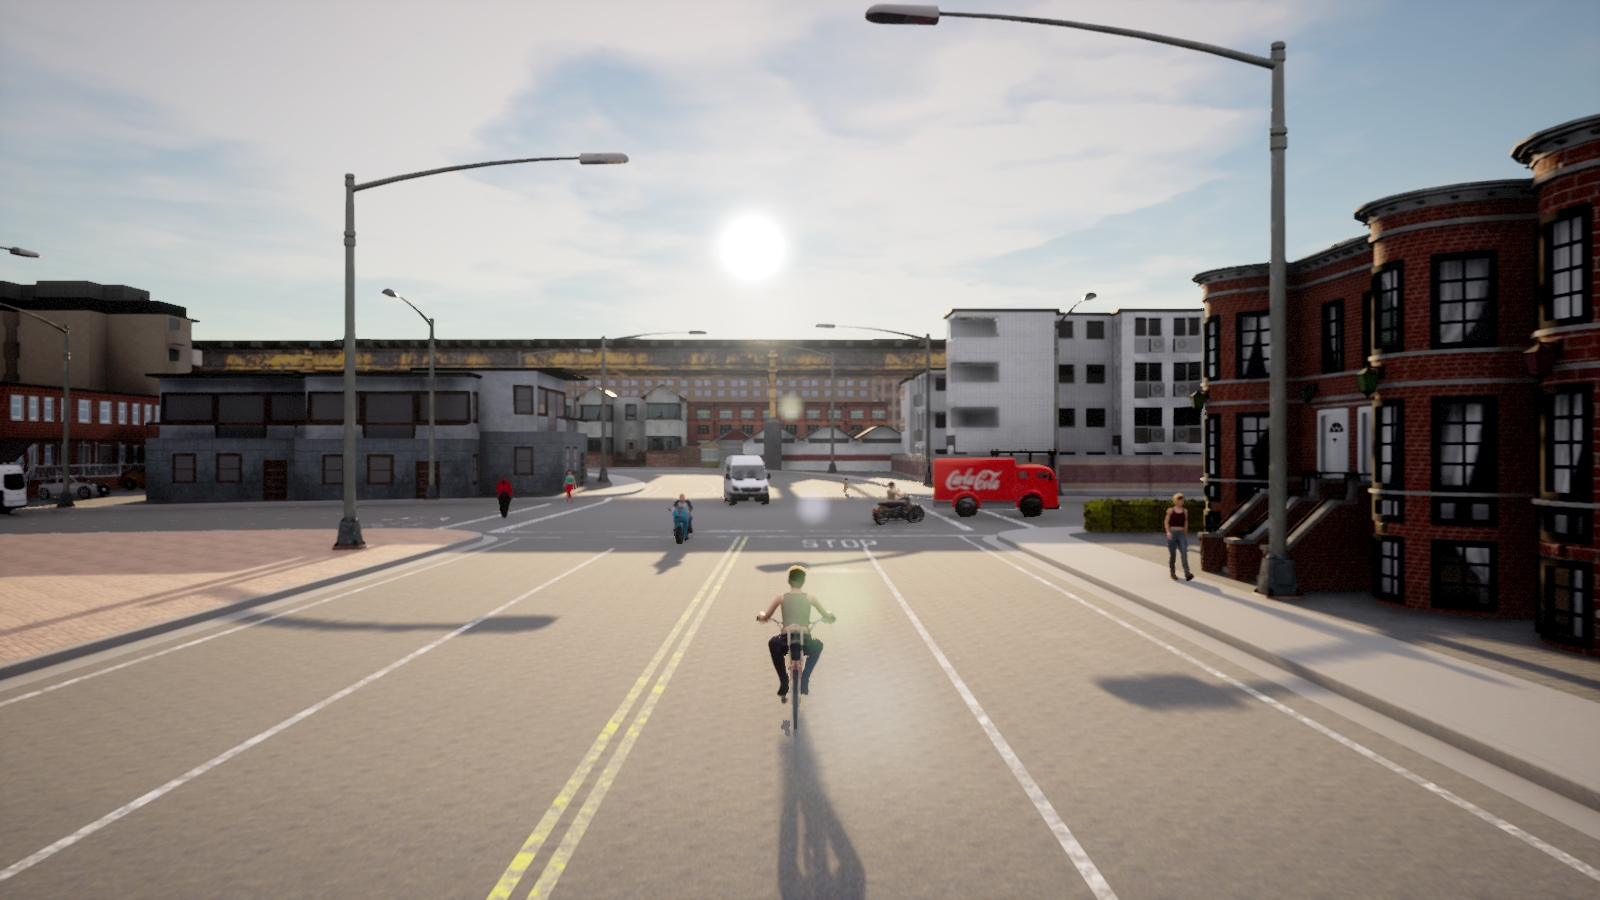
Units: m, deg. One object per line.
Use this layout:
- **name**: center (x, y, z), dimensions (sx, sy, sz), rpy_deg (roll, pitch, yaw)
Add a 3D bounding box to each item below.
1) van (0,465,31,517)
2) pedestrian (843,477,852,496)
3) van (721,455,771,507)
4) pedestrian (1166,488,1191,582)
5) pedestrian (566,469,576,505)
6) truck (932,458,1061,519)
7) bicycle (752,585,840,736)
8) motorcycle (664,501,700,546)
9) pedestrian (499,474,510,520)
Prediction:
- **van**: center (-42.276, 2.100, 57.333), dimensions (5.915, 2.561, 1.988), rpy_deg (-1, 0, -2)
- **pedestrian**: center (2.758, 2.097, 65.968), dimensions (0.500, 1.100, 0.500), rpy_deg (0, 0, 2)
- **van**: center (-2.872, 1.576, 59.953), dimensions (1.988, 2.561, 5.915), rpy_deg (0, 0, -9)
- **pedestrian**: center (7.610, 1.699, 22.999), dimensions (0.375, 1.860, 0.375), rpy_deg (0, 0, 0)
- **pedestrian**: center (-11.838, 1.890, 58.985), dimensions (0.375, 1.860, 0.375), rpy_deg (0, 0, 14)
- **truck**: center (8.186, 1.570, 48.052), dimensions (5.204, 2.467, 2.627), rpy_deg (0, 0, 7)
- **bicycle**: center (-0.040, 2.146, 11.905), dimensions (0.859, 1.301, 1.487), rpy_deg (0, 0, 0)
- **motorcycle**: center (-3.518, 2.174, 34.189), dimensions (0.803, 1.224, 2.033), rpy_deg (0, 0, 2)
- **pedestrian**: center (-12.075, 1.900, 46.659), dimensions (0.375, 1.860, 0.375), rpy_deg (0, 0, -7)
